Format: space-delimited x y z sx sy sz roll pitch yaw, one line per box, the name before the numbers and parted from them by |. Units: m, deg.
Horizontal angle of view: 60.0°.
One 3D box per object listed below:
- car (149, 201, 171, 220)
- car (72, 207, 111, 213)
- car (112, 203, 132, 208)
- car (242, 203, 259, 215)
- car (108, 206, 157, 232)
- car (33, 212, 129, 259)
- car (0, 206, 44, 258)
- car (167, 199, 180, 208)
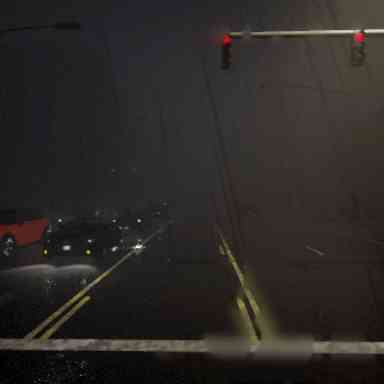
car | -3.423 1.857 32.227 1.837 1.490 4.892 0 -1 2
car | -7.238 1.838 22.327 1.895 1.301 4.718 0 -1 2
car | -6.905 1.876 32.791 2.128 1.511 4.902 0 -1 2
car | 6.744 1.980 38.941 1.895 1.301 4.718 -1 -1 8
car | -3.758 1.805 21.660 1.895 1.301 4.718 0 -1 2
car | -4.037 1.673 12.921 1.994 1.385 4.181 0 -1 2
car | -7.527 1.487 13.340 2.097 1.767 4.553 0 -1 2
car | -2.850 1.641 47.600 2.097 1.767 4.553 0 -1 2
